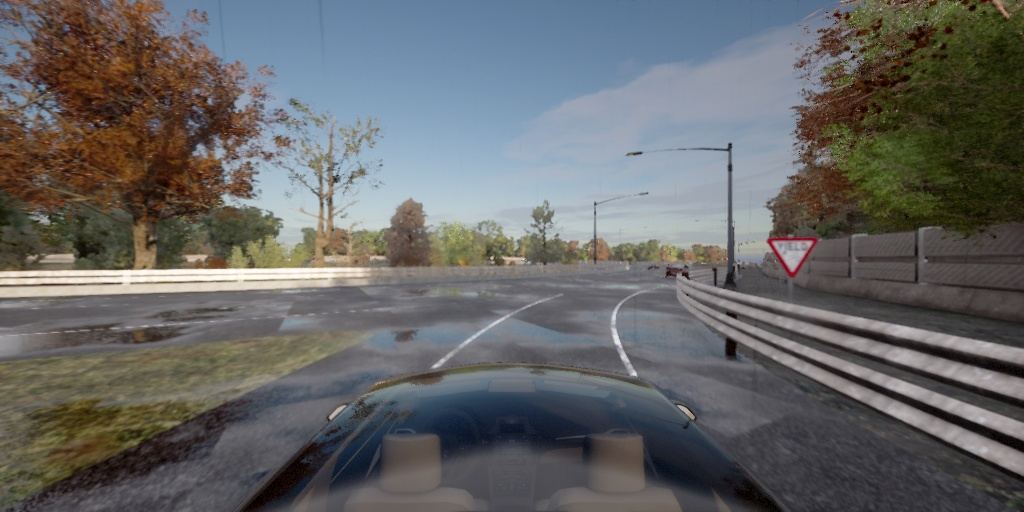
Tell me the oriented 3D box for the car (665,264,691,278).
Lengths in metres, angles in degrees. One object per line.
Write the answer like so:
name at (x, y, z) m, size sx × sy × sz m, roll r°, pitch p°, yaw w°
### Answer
car at (18.211, 1.583, 39.089) m, size 1.882 × 1.535 × 5.008 m, roll 0°, pitch 0°, yaw 37°
